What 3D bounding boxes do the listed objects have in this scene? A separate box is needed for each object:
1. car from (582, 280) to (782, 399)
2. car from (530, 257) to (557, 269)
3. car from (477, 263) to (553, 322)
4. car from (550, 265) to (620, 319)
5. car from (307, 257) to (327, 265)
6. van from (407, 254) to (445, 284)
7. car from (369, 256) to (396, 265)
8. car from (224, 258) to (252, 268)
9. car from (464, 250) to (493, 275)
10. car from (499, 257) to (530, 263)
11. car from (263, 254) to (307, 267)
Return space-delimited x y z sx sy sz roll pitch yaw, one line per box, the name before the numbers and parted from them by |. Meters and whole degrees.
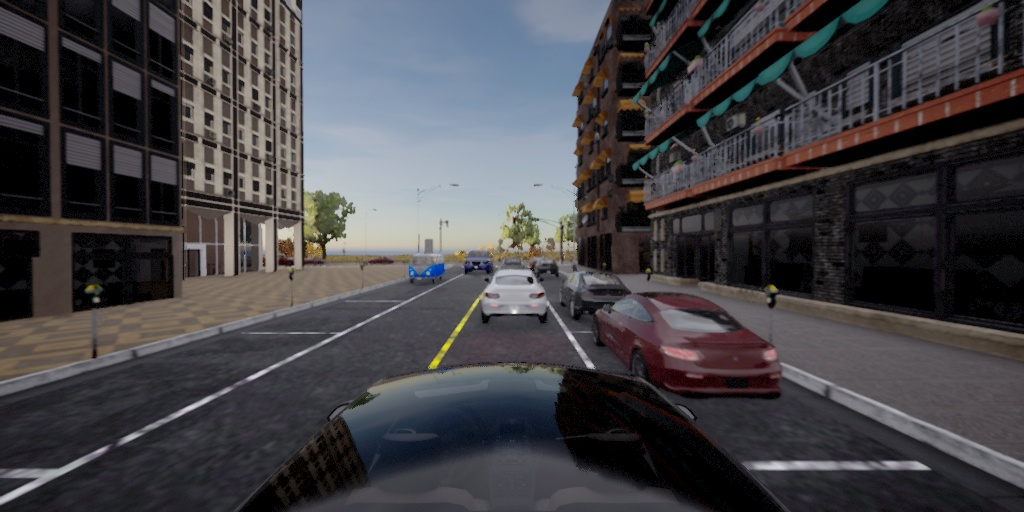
car | 2.563 1.259 6.163 1.802 1.307 4.207 0 0 0
car | 2.651 0.867 28.265 2.007 1.370 4.403 0 0 0
car | 0.072 1.119 11.358 1.812 1.442 4.674 0 1 0
car | 2.561 1.138 11.689 2.007 1.370 4.403 0 0 0
car | -31.686 0.807 56.859 4.207 1.307 1.802 0 0 -1
van | -5.355 0.747 22.788 1.690 1.789 3.998 0 0 0
car | -20.603 0.671 56.996 4.207 1.307 1.802 0 0 -1
car | -36.999 0.962 48.789 4.313 1.339 1.948 0 0 -1
car | -2.846 0.486 31.411 2.150 2.045 5.566 0 1 0
car | 0.070 0.817 27.707 2.128 1.511 4.902 0 1 0
car | -31.452 0.644 48.793 5.009 1.841 2.192 0 0 -1
